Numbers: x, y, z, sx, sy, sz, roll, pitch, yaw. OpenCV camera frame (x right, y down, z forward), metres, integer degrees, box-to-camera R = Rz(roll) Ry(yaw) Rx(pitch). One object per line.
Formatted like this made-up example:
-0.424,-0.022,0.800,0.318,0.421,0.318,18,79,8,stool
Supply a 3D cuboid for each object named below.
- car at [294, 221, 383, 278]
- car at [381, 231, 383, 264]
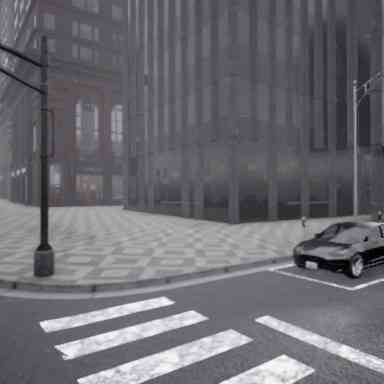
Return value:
4.984,1.591,10.180,4.313,1.339,1.947,0,0,-35,car
6.889,1.606,8.266,4.718,1.301,1.895,0,0,-35,car
